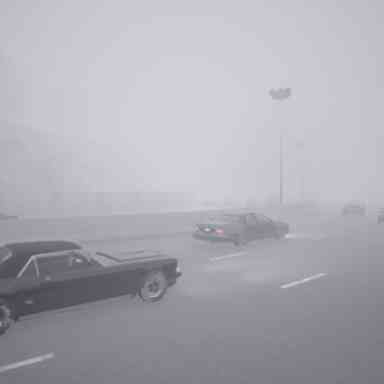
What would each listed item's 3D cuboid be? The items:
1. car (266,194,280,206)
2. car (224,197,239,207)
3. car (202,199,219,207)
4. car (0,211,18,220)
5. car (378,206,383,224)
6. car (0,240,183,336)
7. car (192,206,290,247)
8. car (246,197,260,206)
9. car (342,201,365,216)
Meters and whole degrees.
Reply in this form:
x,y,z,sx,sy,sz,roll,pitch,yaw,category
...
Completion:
x,y,z,sx,sy,sz,roll,pitch,yaw,category
12.866,1.352,52.016,2.150,2.045,5.566,0,0,17,car
6.614,1.647,55.563,2.128,1.511,4.902,0,0,16,car
3.155,1.767,56.036,1.895,1.301,4.718,0,0,17,car
-11.769,1.561,17.287,5.008,1.535,1.882,0,0,-37,car
8.467,1.368,11.649,4.553,1.767,2.097,0,0,-45,car
-2.535,1.629,6.597,4.718,1.301,1.895,0,0,-37,car
2.421,1.590,15.335,5.357,1.411,2.033,0,0,-44,car
9.959,1.622,54.500,1.882,1.535,5.008,0,0,16,car
16.105,1.589,33.122,1.812,1.442,4.674,0,0,30,car
